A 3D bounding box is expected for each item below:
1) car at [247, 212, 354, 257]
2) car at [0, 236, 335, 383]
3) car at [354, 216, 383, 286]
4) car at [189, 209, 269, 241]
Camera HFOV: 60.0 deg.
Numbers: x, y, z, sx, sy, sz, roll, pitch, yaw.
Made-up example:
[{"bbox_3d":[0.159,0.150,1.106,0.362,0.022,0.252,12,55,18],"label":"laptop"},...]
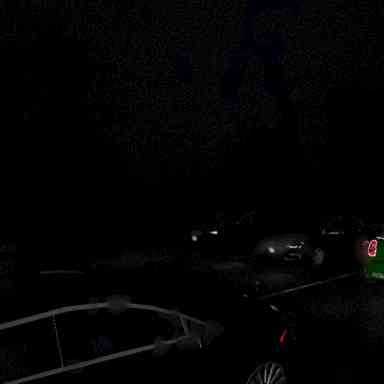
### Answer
[{"bbox_3d":[4.383,1.505,11.379,4.892,1.490,1.837,0,0,-35],"label":"car"},{"bbox_3d":[-1.037,1.492,2.986,4.902,1.511,2.128,0,0,-36],"label":"car"},{"bbox_3d":[6.279,1.352,8.178,4.553,1.767,2.097,0,0,-35],"label":"car"},{"bbox_3d":[2.100,1.491,14.050,4.902,1.511,2.128,0,0,-35],"label":"car"}]
